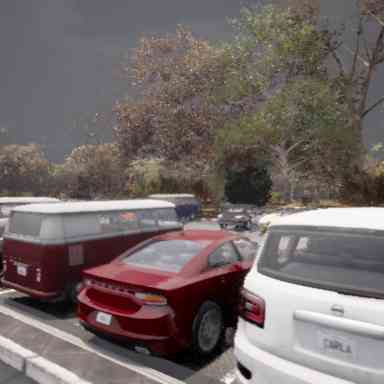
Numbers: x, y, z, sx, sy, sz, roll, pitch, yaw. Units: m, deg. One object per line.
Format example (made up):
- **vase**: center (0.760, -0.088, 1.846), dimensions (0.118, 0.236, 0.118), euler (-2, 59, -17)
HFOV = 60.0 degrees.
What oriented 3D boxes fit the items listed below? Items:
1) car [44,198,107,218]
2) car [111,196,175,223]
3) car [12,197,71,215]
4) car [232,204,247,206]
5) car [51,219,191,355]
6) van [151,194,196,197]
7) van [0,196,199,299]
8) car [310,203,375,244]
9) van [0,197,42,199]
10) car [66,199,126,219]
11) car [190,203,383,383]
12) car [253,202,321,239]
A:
- **car**: center (-10.331, 1.338, 29.896), dimensions (2.097, 1.535, 5.008), euler (0, 0, 36)
- **car**: center (-3.552, 1.240, 25.011), dimensions (2.185, 1.767, 4.553), euler (0, 0, 36)
- **car**: center (-14.867, 1.338, 33.126), dimensions (2.097, 1.535, 5.008), euler (0, 0, 36)
- **car**: center (3.265, 1.453, 20.186), dimensions (2.002, 1.452, 4.674), euler (0, 0, 35)
- **car**: center (0.311, 1.447, 6.229), dimensions (2.097, 1.535, 5.008), euler (0, 0, 35)
- **van**: center (-1.203, 1.153, 23.516), dimensions (1.878, 1.987, 4.442), euler (0, 0, 36)
- **van**: center (-1.901, 1.205, 7.953), dimensions (1.878, 1.987, 4.442), euler (0, 0, 35)
- **car**: center (7.801, 1.447, 16.952), dimensions (2.097, 1.535, 5.008), euler (0, 0, 35)
- **van**: center (-6.603, 1.171, 11.017), dimensions (1.878, 1.987, 4.442), euler (0, 0, 35)
- **car**: center (-8.065, 1.385, 28.274), dimensions (2.002, 1.452, 4.674), euler (0, 0, 36)
- **car**: center (2.616, 1.213, 4.630), dimensions (2.435, 2.045, 5.566), euler (0, 0, 35)
- **car**: center (5.427, 1.427, 18.421), dimensions (1.946, 1.575, 5.366), euler (0, 0, 35)
